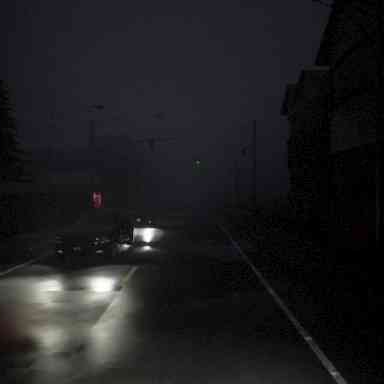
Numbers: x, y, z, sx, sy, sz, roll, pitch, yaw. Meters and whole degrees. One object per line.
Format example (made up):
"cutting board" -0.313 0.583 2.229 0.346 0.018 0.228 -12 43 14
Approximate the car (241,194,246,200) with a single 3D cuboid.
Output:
"car" 14.461 1.131 77.907 4.605 1.855 1.932 0 0 0

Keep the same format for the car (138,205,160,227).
"car" -3.308 1.554 22.725 1.994 1.385 4.181 0 0 1

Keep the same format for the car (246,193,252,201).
"car" 14.847 1.112 74.998 3.866 1.878 1.905 0 0 0

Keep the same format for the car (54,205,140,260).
"car" -3.479 1.466 12.664 1.882 1.535 5.008 0 0 1

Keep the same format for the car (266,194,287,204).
"car" 14.993 1.272 55.784 3.806 1.475 1.970 0 0 0

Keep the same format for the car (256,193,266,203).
"car" 14.729 1.192 62.204 5.027 1.636 2.152 0 0 0
